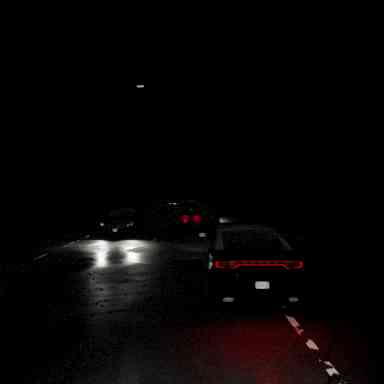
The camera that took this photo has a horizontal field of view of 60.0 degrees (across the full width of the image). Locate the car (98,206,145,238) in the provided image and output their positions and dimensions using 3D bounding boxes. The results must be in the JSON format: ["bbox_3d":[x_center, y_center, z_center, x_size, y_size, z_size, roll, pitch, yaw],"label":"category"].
[{"bbox_3d":[-3.637,1.532,17.972,1.812,1.442,4.674,0,0,0],"label":"car"}]

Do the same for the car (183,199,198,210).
[{"bbox_3d":[-0.262,1.654,45.902,1.994,1.385,4.181,0,0,0],"label":"car"}]

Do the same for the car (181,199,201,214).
[{"bbox_3d":[-0.103,1.537,35.502,2.128,1.511,4.902,0,0,0],"label":"car"}]

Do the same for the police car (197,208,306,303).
[{"bbox_3d":[1.226,1.426,8.398,1.930,1.638,5.238,0,0,0],"label":"police car"}]

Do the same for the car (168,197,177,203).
[{"bbox_3d":[-4.358,1.831,75.087,2.033,1.411,5.357,0,-1,-1],"label":"car"}]
